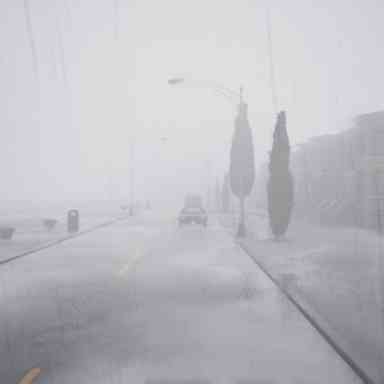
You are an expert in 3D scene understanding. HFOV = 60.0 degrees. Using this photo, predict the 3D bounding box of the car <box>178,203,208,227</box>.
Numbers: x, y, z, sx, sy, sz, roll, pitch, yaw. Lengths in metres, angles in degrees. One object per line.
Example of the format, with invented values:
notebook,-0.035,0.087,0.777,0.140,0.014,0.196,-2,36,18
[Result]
car,0.084,1.677,23.301,1.895,1.301,4.718,0,0,0

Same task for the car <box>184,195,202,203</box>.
car,0.130,1.361,42.704,2.150,2.045,5.566,0,0,0
